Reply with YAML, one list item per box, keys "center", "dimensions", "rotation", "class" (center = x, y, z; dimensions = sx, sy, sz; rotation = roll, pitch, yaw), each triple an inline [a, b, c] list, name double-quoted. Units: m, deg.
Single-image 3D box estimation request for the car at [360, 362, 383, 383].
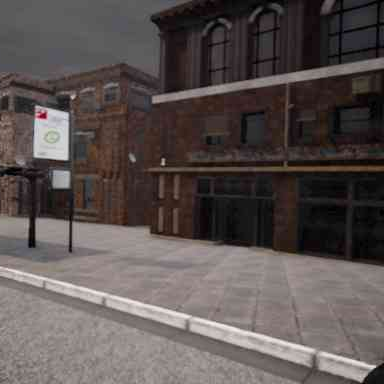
- center: [3.211, 1.492, 0.975]
  dimensions: [5.008, 1.535, 2.097]
  rotation: [0, 0, 36]
  class: "car"
